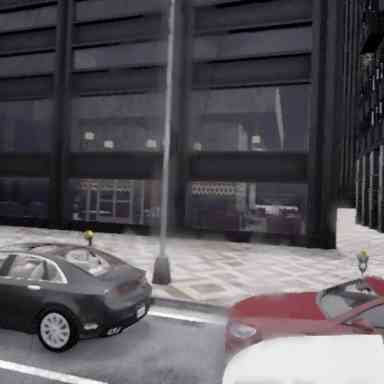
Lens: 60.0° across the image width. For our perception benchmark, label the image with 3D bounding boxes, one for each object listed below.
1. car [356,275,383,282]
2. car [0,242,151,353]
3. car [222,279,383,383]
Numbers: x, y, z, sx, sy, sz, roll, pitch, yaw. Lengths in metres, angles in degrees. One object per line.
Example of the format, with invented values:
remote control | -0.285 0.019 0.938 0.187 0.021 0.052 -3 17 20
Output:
car | 2.518 1.761 4.204 4.206 1.307 1.802 2 -1 16
car | -2.883 1.564 5.802 4.403 1.369 2.008 2 -1 16
car | 2.496 1.670 2.272 4.674 1.442 1.812 2 -1 16
